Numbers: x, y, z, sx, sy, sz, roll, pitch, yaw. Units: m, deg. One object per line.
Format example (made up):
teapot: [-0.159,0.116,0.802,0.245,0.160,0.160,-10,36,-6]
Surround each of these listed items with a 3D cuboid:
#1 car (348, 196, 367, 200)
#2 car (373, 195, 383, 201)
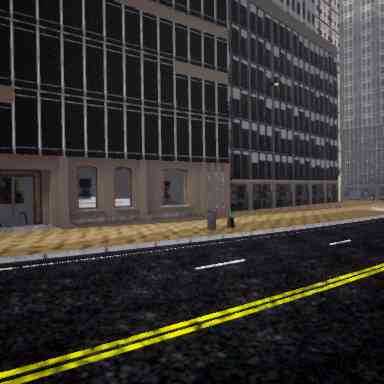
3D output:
car: [40.270,1.390,81.039,1.802,1.307,4.206,-1,1,-45]
car: [44.252,1.409,76.981,1.947,1.339,4.313,-1,1,-45]
